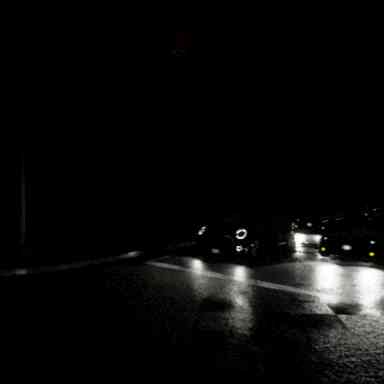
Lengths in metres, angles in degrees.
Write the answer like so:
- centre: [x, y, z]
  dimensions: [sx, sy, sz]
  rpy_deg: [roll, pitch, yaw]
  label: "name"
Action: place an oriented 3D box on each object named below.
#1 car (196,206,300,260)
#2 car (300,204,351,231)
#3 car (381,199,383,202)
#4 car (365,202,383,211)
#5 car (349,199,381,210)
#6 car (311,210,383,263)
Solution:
- centre: [2.149, 1.356, 12.709]
  dimensions: [2.097, 1.767, 4.553]
  rpy_deg: [0, 0, 39]
  label: "car"
- centre: [7.522, 1.566, 19.417]
  dimensions: [1.994, 1.385, 4.181]
  rpy_deg: [0, 0, 38]
  label: "car"
- centre: [19.560, 1.429, 34.413]
  dimensions: [1.994, 1.385, 4.181]
  rpy_deg: [0, 1, 38]
  label: "car"
- centre: [11.887, 1.544, 19.257]
  dimensions: [2.033, 1.411, 5.357]
  rpy_deg: [0, 0, 39]
  label: "car"
- centre: [13.312, 1.515, 26.629]
  dimensions: [2.033, 1.411, 5.357]
  rpy_deg: [0, 0, 39]
  label: "car"
- centre: [6.108, 1.566, 12.049]
  dimensions: [1.994, 1.385, 4.181]
  rpy_deg: [0, 0, 39]
  label: "car"
